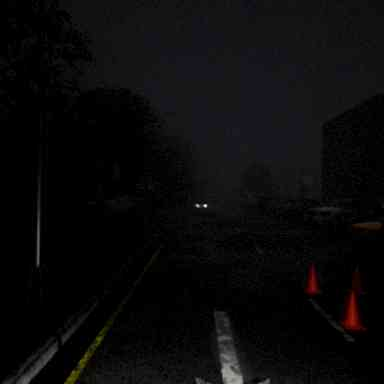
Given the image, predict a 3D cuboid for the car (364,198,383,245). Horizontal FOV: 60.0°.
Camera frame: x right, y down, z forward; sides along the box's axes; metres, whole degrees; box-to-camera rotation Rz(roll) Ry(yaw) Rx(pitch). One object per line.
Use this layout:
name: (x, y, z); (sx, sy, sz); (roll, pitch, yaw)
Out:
car: (9.922, 1.383, 12.796); (5.566, 2.045, 2.435); (2, 0, -19)

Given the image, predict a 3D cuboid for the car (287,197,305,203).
car: (27.345, 2.180, 87.544); (2.163, 1.488, 4.792); (1, -1, -20)

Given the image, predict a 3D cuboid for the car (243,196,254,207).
car: (10.672, 1.753, 48.783); (5.366, 1.575, 1.946); (2, 0, -19)

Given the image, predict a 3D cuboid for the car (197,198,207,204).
car: (2.091, 1.861, 67.779); (1.895, 1.301, 4.718); (1, 0, 6)

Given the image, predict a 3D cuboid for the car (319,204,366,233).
car: (10.060, 1.677, 18.809); (4.792, 1.488, 2.163); (2, 0, -18)

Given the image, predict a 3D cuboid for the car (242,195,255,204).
car: (11.008, 1.535, 54.871); (5.566, 2.045, 2.435); (2, 0, -19)

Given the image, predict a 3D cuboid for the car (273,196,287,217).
car: (10.377, 1.560, 30.822); (4.553, 1.767, 2.185); (2, 0, -19)

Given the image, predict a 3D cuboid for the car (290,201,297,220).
car: (10.222, 1.695, 24.808); (4.792, 1.488, 2.163); (2, 0, -19)

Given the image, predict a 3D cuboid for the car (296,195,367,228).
car: (10.149, 1.405, 21.810); (5.566, 2.045, 2.435); (2, 0, -18)

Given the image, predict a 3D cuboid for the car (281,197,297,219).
car: (10.298, 1.549, 27.822); (4.553, 1.767, 2.185); (2, 0, -18)

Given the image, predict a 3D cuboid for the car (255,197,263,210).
car: (10.628, 1.723, 39.838); (5.008, 1.535, 2.097); (2, 0, -19)

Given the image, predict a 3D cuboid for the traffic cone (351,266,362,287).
traffic cone: (3.795, 2.013, 7.670); (0.340, 0.580, 0.340); (1, 0, 1)

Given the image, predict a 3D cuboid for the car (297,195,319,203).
car: (30.373, 1.942, 87.556); (2.435, 2.045, 5.566); (1, -1, -20)

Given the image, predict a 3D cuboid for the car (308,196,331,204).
car: (33.433, 1.984, 87.520); (2.435, 2.045, 5.566); (1, -1, -20)

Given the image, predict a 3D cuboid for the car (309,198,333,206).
car: (27.261, 2.108, 70.596); (2.163, 1.488, 4.792); (0, 1, -20)

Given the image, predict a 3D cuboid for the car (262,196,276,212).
car: (10.596, 1.586, 36.835); (4.553, 1.767, 2.185); (2, 0, -19)

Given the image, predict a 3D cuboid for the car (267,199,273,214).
car: (10.484, 1.739, 33.828); (4.674, 1.452, 2.002); (2, 0, -19)

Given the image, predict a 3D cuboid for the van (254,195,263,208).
van: (10.823, 1.513, 42.880); (4.442, 1.987, 1.878); (2, 0, -19)

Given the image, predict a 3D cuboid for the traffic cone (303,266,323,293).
traffic cone: (2.795, 2.000, 7.694); (0.340, 0.580, 0.340); (1, 0, 1)

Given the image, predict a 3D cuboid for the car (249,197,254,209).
car: (10.784, 1.788, 45.838); (4.674, 1.452, 2.002); (2, 0, -19)

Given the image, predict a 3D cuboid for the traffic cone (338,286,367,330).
traffic cone: (2.748, 1.997, 5.695); (0.340, 0.580, 0.340); (1, 0, 1)

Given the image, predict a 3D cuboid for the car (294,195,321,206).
car: (24.348, 1.786, 70.551); (2.435, 2.045, 5.566); (1, 0, -20)

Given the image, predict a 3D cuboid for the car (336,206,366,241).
car: (9.833, 1.633, 15.756); (5.366, 1.575, 1.946); (2, 0, -18)
